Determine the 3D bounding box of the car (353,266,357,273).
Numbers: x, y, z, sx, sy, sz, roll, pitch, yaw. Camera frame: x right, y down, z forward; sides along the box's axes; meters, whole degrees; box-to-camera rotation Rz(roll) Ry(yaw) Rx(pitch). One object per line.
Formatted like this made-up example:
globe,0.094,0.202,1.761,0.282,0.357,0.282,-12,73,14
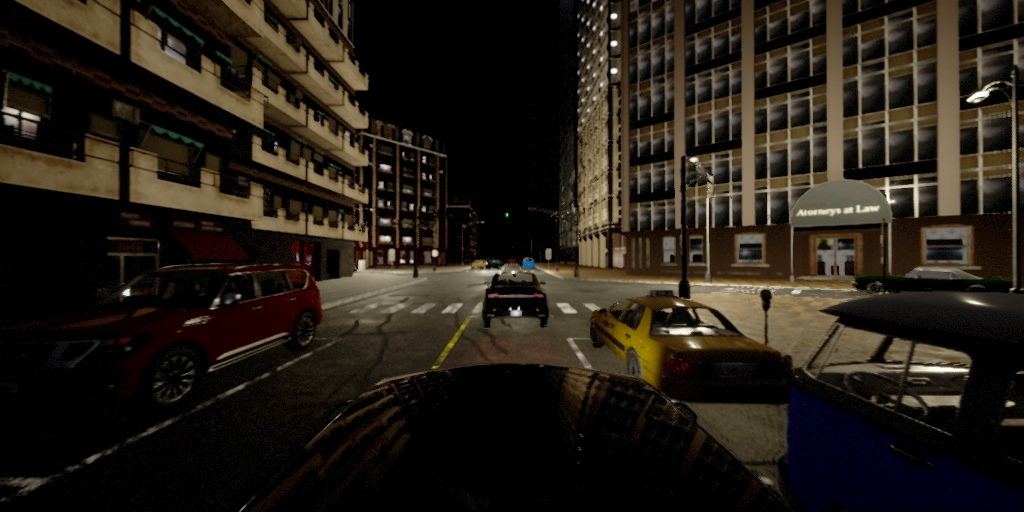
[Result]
car,-22.305,1.502,46.912,5.357,1.411,2.033,-1,-1,41

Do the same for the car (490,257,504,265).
car,-2.791,1.384,64.103,1.994,1.385,4.181,0,0,0

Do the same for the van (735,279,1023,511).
van,2.566,1.091,0.731,1.690,1.789,3.998,0,0,0

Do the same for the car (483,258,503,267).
car,-2.824,1.399,54.349,1.895,1.301,4.718,0,0,2

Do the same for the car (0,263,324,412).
car,-5.315,1.064,6.260,2.192,1.841,5.009,0,0,0

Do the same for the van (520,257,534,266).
van,2.559,1.141,55.260,1.690,1.789,3.998,0,0,0

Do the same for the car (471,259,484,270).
car,-5.321,1.326,55.090,1.751,1.417,4.829,0,0,0

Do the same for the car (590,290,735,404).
car,2.565,1.275,6.437,1.751,1.417,4.829,0,0,0

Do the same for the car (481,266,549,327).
car,0.098,1.242,11.570,2.128,1.511,4.902,0,0,0

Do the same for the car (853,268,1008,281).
car,18.306,1.186,15.986,4.718,1.301,1.895,-1,-1,40
